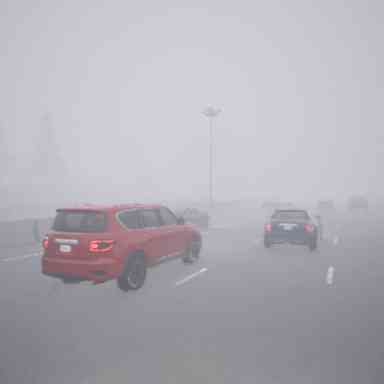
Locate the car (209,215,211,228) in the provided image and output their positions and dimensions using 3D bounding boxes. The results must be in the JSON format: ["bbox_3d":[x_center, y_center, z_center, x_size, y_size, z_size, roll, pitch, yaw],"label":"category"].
[{"bbox_3d":[-0.318,1.684,20.996,1.837,1.490,4.892,-1,0,25],"label":"car"}]

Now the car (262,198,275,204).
[{"bbox_3d":[10.683,1.554,45.072,1.812,1.442,4.674,-1,0,25],"label":"car"}]

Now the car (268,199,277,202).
[{"bbox_3d":[9.282,1.697,33.583,1.895,1.301,4.718,-1,0,25],"label":"car"}]

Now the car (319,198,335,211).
[{"bbox_3d":[16.356,1.456,40.647,1.882,1.535,5.008,-1,1,25],"label":"car"}]

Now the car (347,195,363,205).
[{"bbox_3d":[25.748,1.223,52.782,2.128,1.511,4.902,-1,1,25],"label":"car"}]

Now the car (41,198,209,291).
[{"bbox_3d":[-1.638,1.336,9.692,2.150,2.045,5.566,-1,-1,25],"label":"car"}]

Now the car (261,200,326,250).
[{"bbox_3d":[4.715,1.460,15.173,2.097,1.767,4.553,-1,0,25],"label":"car"}]

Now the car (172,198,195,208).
[{"bbox_3d":[-1.294,1.712,52.787,1.994,1.385,4.181,-1,0,25],"label":"car"}]

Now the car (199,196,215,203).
[{"bbox_3d":[1.883,1.456,51.324,2.097,1.767,4.553,-1,1,25],"label":"car"}]

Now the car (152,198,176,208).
[{"bbox_3d":[-4.469,1.775,54.257,1.895,1.301,4.718,-1,0,25],"label":"car"}]

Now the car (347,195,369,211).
[{"bbox_3d":[19.765,1.290,39.690,2.097,1.767,4.553,-1,0,25],"label":"car"}]
